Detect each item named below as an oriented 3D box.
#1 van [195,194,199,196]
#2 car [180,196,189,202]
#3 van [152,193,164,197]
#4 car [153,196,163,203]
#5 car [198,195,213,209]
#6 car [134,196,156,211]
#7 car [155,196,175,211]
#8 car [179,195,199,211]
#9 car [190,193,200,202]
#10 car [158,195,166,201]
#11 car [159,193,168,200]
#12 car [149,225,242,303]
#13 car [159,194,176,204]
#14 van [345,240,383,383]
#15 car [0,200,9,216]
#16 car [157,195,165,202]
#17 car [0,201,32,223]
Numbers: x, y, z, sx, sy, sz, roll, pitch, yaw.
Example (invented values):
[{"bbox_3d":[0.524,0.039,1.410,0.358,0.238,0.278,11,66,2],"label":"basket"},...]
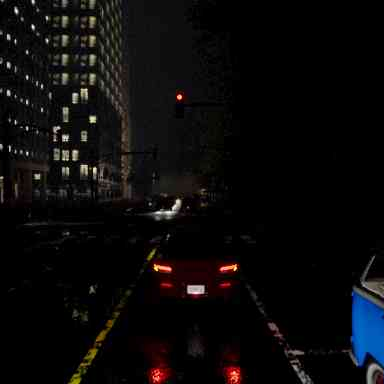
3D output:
[{"bbox_3d":[1.738,1.322,51.219,1.690,1.788,3.998,0,0,-2],"label":"van"},{"bbox_3d":[-1.700,1.554,75.597,1.895,1.301,4.718,0,0,-3],"label":"car"},{"bbox_3d":[-6.637,1.314,61.926,1.690,1.788,3.998,0,0,-2],"label":"van"},{"bbox_3d":[-6.839,1.512,67.469,1.887,1.381,4.507,0,0,-2],"label":"car"},{"bbox_3d":[1.890,1.509,45.847,1.752,1.417,4.829,0,0,-2],"label":"car"},{"bbox_3d":[-5.840,1.539,39.755,2.008,1.369,4.403,0,0,-1],"label":"car"},{"bbox_3d":[-3.415,1.551,40.418,1.994,1.385,4.181,0,0,-3],"label":"car"},{"bbox_3d":[-0.457,1.492,39.938,1.837,1.490,4.892,0,0,-1],"label":"car"},{"bbox_3d":[0.724,1.271,78.931,2.192,1.841,5.009,0,0,-3],"label":"car"},{"bbox_3d":[-7.544,1.532,84.100,1.802,1.307,4.206,0,0,-3],"label":"car"},{"bbox_3d":[-8.094,1.252,95.181,2.192,1.841,5.009,0,0,-3],"label":"car"},{"bbox_3d":[0.052,1.525,8.067,1.812,1.442,4.674,0,0,0],"label":"car"},{"bbox_3d":[-3.659,1.486,50.453,1.837,1.490,4.892,0,0,-1],"label":"car"},{"bbox_3d":[2.558,1.341,2.132,1.690,1.788,3.998,0,0,0],"label":"van"},{"bbox_3d":[-18.226,1.377,28.493,4.206,1.307,1.802,1,0,3],"label":"car"},{"bbox_3d":[-7.292,1.501,78.556,1.887,1.381,4.507,0,0,-2],"label":"car"},{"bbox_3d":[-13.585,1.354,22.820,4.902,1.511,2.128,1,0,1],"label":"car"}]
